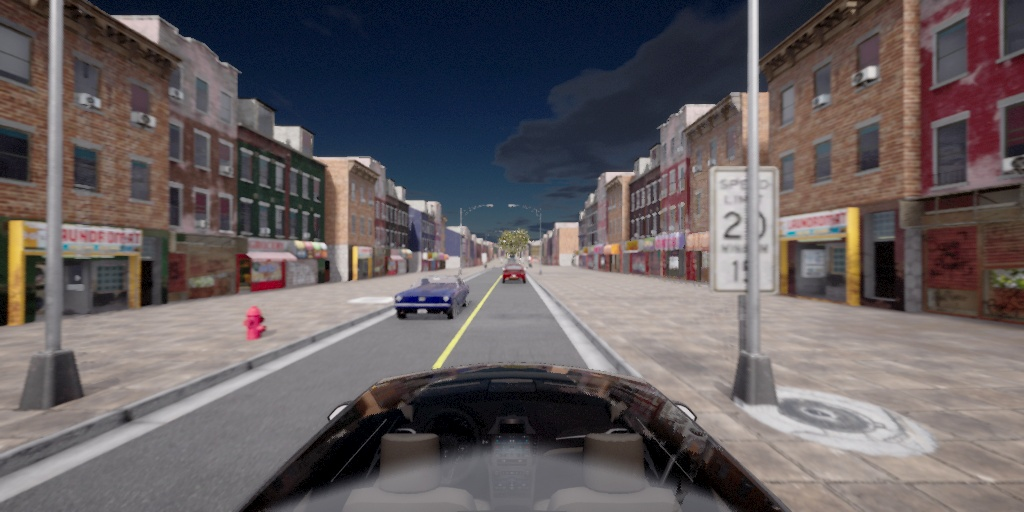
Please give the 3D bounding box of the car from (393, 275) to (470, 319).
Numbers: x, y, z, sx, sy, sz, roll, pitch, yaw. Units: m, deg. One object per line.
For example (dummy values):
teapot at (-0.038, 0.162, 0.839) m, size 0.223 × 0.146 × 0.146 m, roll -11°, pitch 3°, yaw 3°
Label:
car at (-2.713, 1.385, 13.058) m, size 1.895 × 1.301 × 4.718 m, roll 0°, pitch 0°, yaw 0°

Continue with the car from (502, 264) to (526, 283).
car at (0.173, 1.408, 30.032) m, size 1.882 × 1.535 × 5.008 m, roll 0°, pitch -1°, yaw 0°
